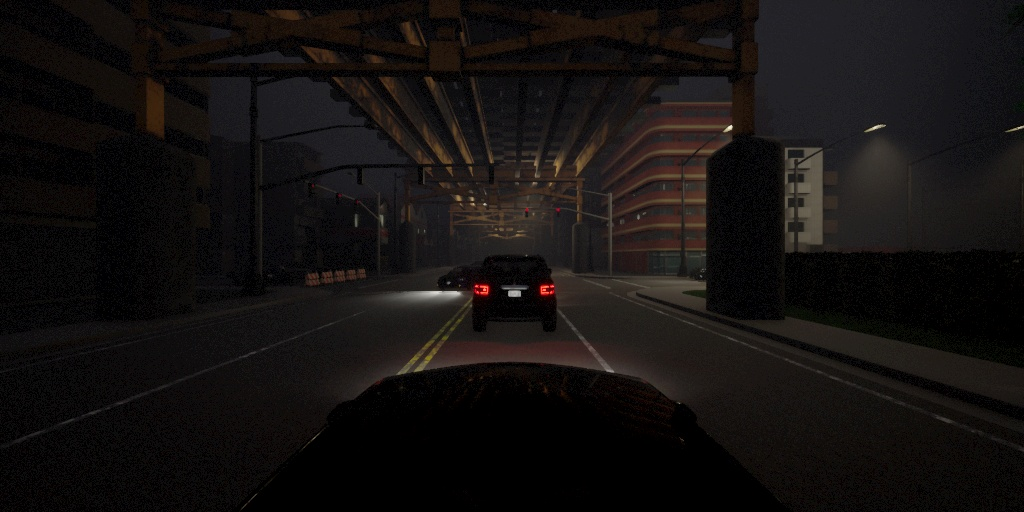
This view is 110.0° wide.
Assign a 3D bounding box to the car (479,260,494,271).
[{"bbox_3d":[-3.556,1.276,50.779,1.812,1.442,4.674,0,0,0],"label":"car"}]

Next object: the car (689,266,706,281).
[{"bbox_3d":[16.432,1.104,28.075,4.553,1.767,2.097,0,0,0],"label":"car"}]

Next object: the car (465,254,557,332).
[{"bbox_3d":[0.076,0.971,11.054,2.150,2.045,5.566,0,0,0],"label":"car"}]

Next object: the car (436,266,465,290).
[{"bbox_3d":[-2.820,1.314,21.812,1.994,1.385,4.181,0,0,22],"label":"car"}]

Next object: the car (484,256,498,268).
[{"bbox_3d":[-3.533,0.955,61.522,2.150,2.045,5.566,0,0,0],"label":"car"}]

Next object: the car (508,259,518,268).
[{"bbox_3d":[0.143,1.250,63.875,1.812,1.442,4.674,0,0,0],"label":"car"}]

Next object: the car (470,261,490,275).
[{"bbox_3d":[-3.569,1.276,40.690,1.812,1.442,4.674,0,0,0],"label":"car"}]
